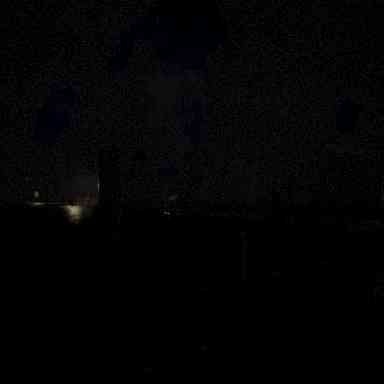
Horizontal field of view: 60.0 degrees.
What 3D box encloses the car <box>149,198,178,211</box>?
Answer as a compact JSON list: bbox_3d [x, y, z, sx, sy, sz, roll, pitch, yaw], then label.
[{"bbox_3d":[-3.711,1.531,42.404,1.882,1.535,5.008,-1,1,-35],"label":"car"}]
